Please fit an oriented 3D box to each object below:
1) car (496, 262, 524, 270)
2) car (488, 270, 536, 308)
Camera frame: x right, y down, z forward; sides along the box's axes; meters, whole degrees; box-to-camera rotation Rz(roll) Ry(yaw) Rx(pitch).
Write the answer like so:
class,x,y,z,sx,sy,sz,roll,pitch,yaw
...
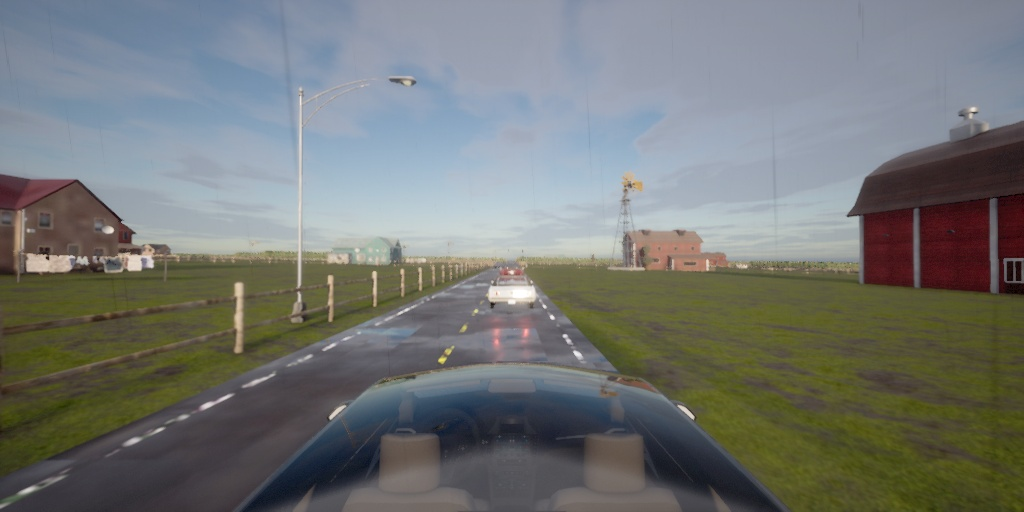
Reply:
class,x,y,z,sx,sy,sz,roll,pitch,yaw
car,0.002,1.383,30.928,2.097,1.767,4.553,0,-1,0
car,0.002,1.486,15.958,1.895,1.301,4.718,0,-1,0
